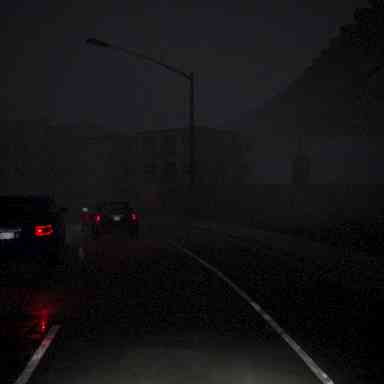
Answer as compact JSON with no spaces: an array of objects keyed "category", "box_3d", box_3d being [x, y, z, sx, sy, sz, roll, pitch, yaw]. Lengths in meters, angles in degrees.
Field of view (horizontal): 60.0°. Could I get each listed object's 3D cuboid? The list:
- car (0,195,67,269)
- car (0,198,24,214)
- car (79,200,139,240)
[{"category":"car","box_3d":[-5.270,1.103,10.487,2.150,2.045,5.566,0,1,-19]},{"category":"car","box_3d":[-17.826,1.261,30.783,4.718,1.301,1.895,0,1,31]},{"category":"car","box_3d":[-4.181,1.159,16.318,2.097,1.767,4.553,-1,1,-26]}]
